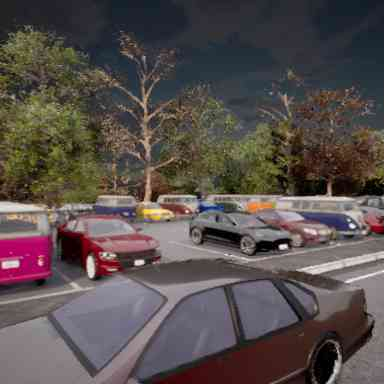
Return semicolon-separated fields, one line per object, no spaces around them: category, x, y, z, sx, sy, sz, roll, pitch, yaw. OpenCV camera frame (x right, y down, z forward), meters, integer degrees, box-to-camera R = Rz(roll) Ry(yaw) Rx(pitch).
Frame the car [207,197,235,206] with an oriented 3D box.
car;1.091;1.463;29.092;2.097;1.535;5.008;0;0;-35

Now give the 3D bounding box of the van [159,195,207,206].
van;-1.095;1.241;27.385;1.878;1.987;4.442;0;0;-35

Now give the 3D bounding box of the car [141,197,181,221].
car;-3.310;1.468;25.724;1.946;1.575;5.366;0;0;-35

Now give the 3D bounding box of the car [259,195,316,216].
car;10.019;1.345;35.412;2.435;2.045;5.566;1;-1;-35

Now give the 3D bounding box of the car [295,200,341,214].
car;14.615;1.719;38.718;2.002;1.452;4.674;1;-1;-35

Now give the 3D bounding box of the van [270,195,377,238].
van;6.363;1.241;16.638;1.878;1.987;4.442;0;0;-35

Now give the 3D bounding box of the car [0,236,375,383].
car;-0.116;1.546;3.603;5.357;1.411;2.033;0;0;-36

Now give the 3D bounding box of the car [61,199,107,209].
car;-7.927;1.481;22.654;2.231;1.521;4.892;0;0;-35

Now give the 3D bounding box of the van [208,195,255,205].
van;3.296;1.249;30.514;1.878;1.987;4.442;0;0;-35

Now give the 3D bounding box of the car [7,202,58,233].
car;-10.183;1.484;21.047;2.097;1.535;5.008;0;0;-35

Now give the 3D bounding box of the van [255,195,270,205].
van;5.525;1.291;32.388;1.878;1.987;4.442;1;-1;-35

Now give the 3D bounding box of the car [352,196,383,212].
car;25.913;1.630;46.736;2.435;2.045;5.566;1;-1;-35

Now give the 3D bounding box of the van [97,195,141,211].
van;-5.742;1.250;24.361;1.878;1.987;4.442;0;0;-35

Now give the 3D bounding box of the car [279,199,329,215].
car;12.361;1.638;37.108;2.097;1.535;5.008;1;-1;-35

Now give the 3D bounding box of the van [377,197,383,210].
van;30.476;1.736;49.877;1.878;1.987;4.442;1;-1;-35

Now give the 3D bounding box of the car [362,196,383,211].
car;28.169;1.670;48.343;2.435;2.045;5.566;1;-1;-35

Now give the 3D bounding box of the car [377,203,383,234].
car;8.544;1.492;18.372;2.163;1.488;4.792;0;0;-35

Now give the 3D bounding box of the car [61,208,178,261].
car;-2.752;1.483;10.295;2.097;1.535;5.008;0;0;-35

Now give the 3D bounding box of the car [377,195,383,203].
car;10.788;1.222;19.969;2.435;2.045;5.566;1;-1;-35

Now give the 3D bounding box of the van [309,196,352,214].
van;16.702;1.492;40.351;1.878;1.987;4.442;1;-1;-35

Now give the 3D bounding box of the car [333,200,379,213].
car;21.384;1.800;43.537;2.097;1.535;5.008;1;-1;-35

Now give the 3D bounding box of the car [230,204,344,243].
car;4.033;1.511;15.125;2.002;1.452;4.674;0;0;-35

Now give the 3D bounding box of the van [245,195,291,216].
van;7.679;1.330;33.923;1.878;1.987;4.442;1;-1;-35

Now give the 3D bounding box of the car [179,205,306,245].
car;1.789;1.504;13.487;2.163;1.488;4.792;0;0;-35

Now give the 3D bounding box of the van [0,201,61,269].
van;-5.078;1.261;8.774;1.878;1.987;4.442;0;0;-35
